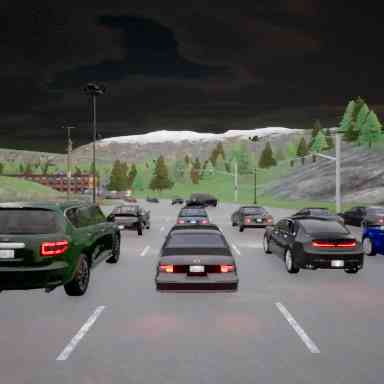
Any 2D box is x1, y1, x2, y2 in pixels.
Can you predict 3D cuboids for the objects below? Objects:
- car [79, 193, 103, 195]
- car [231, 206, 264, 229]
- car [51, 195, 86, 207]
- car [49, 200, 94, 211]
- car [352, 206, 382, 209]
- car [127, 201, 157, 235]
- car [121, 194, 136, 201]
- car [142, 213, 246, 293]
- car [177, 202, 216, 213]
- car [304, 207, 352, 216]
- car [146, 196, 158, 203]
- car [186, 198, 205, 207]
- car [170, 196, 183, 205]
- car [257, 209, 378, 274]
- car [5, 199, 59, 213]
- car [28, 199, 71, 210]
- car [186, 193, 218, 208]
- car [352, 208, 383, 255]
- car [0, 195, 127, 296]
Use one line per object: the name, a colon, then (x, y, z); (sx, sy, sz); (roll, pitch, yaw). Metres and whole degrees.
car: (-14.841, 1.352, 46.817); (4.553, 1.767, 2.097); (0, 0, -6)
car: (3.527, 1.547, 20.085); (2.033, 1.411, 5.357); (0, 0, -1)
car: (-18.495, 1.352, 50.111); (4.553, 1.767, 2.097); (0, 0, -3)
car: (-14.344, 1.601, 39.687); (4.718, 1.301, 1.895); (0, 0, -4)
car: (10.528, 1.547, 20.036); (2.033, 1.411, 5.357); (0, 0, -1)
car: (-3.453, 1.492, 18.611); (2.128, 1.511, 4.902); (0, 0, 0)
car: (-13.700, 1.556, 72.807); (1.994, 1.385, 4.181); (0, 0, -23)
car: (0.085, 1.547, 9.000); (2.033, 1.411, 5.357); (0, 0, 0)
car: (0.050, 1.547, 19.070); (2.033, 1.411, 5.357); (0, 0, 0)
car: (7.039, 1.564, 19.064); (1.994, 1.385, 4.181); (0, 0, 0)
car: (-8.258, 1.525, 68.239); (1.812, 1.442, 4.674); (0, 0, -19)
car: (0.606, 1.601, 52.586); (1.895, 1.301, 4.718); (0, 0, 16)
car: (-2.717, 1.507, 59.408); (1.837, 1.490, 4.892); (3, 0, -8)
car: (3.580, 1.505, 10.592); (1.837, 1.490, 4.892); (0, 0, 0)
car: (-17.234, 1.491, 36.029); (4.902, 1.511, 2.128); (0, 0, -1)
car: (-18.399, 1.601, 43.041); (4.718, 1.301, 1.895); (0, 0, -2)
car: (1.628, 1.221, 45.851); (2.150, 2.045, 5.566); (1, 0, 30)
car: (7.079, 1.478, 10.076); (1.882, 1.535, 5.008); (0, 0, 0)
car: (-3.417, 1.221, 8.757); (2.150, 2.045, 5.566); (0, 0, 0)
